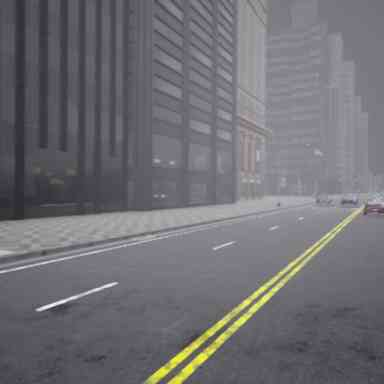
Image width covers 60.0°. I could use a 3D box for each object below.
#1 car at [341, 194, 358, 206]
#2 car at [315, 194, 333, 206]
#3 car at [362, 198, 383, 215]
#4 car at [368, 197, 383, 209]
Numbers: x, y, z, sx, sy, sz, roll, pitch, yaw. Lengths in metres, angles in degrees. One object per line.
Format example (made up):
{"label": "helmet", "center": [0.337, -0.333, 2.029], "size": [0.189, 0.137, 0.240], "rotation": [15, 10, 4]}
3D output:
{"label": "car", "center": [21.649, 1.047, 45.656], "size": [1.882, 1.535, 5.008], "rotation": [1, 1, 30]}
{"label": "car", "center": [18.825, 1.028, 47.266], "size": [1.837, 1.490, 4.892], "rotation": [1, 1, 30]}
{"label": "car", "center": [17.235, 1.387, 31.289], "size": [1.812, 1.442, 4.674], "rotation": [1, 1, 30]}
{"label": "car", "center": [23.798, 1.412, 42.786], "size": [1.895, 1.301, 4.718], "rotation": [1, 1, 30]}
